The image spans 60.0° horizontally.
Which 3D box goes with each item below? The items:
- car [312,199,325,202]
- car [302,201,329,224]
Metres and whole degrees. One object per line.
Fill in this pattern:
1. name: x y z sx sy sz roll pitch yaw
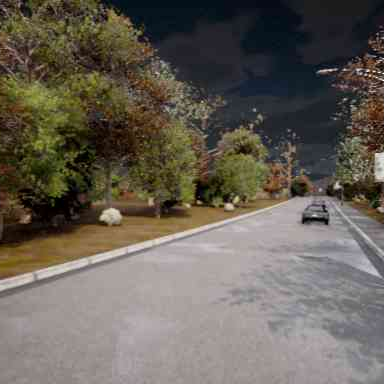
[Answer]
1. car: 18.946 1.674 49.910 1.994 1.385 4.181 2 1 21
2. car: 9.932 1.728 26.749 1.994 1.385 4.181 2 1 21
